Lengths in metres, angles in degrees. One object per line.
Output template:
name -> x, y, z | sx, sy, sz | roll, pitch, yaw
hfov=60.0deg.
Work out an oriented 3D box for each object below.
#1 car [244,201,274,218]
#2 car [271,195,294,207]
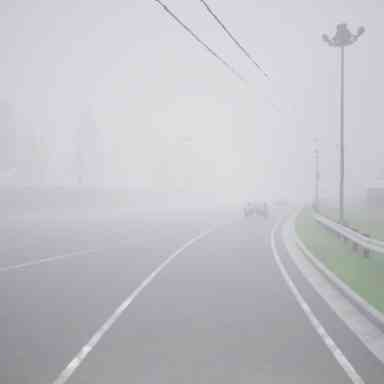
car -> 5.730, 1.511, 28.848 | 1.895, 1.301, 4.718 | 0, 0, 17
car -> 13.488, 1.461, 49.615 | 1.895, 1.301, 4.718 | 0, 0, 24
